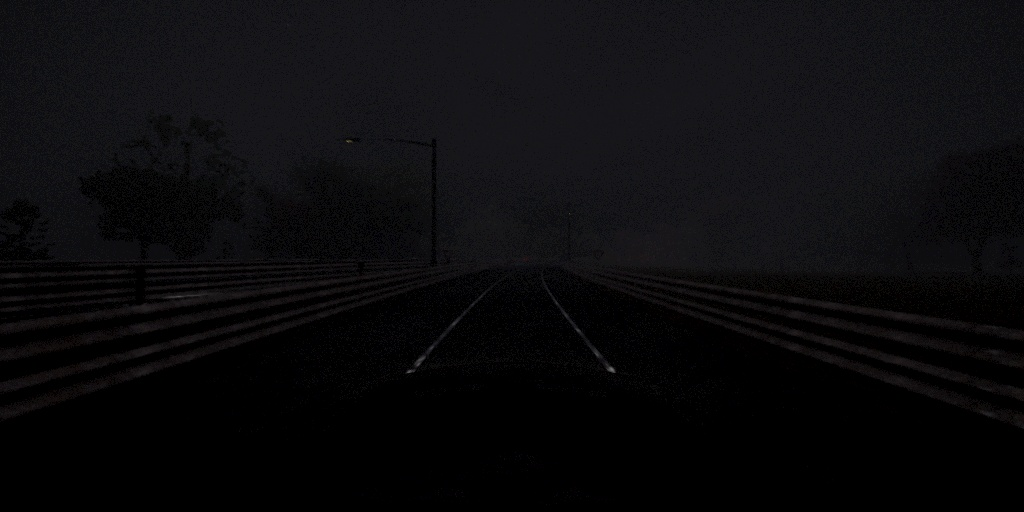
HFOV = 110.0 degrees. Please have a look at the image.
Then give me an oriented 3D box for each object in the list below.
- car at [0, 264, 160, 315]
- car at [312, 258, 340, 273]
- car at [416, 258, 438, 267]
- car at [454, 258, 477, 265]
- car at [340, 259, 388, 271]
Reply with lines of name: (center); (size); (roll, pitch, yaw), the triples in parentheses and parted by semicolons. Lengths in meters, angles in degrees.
car: (-14.899, 0.955, 11.583); (2.033, 1.411, 5.357); (0, 0, 11)
car: (-17.356, 0.938, 34.984); (2.128, 1.511, 4.902); (0, 0, 12)
car: (-12.901, 0.998, 54.437); (2.128, 1.511, 4.902); (0, 0, 14)
car: (-8.010, 1.028, 59.661); (2.128, 1.511, 4.902); (0, 0, 14)
car: (-13.894, 1.061, 34.532); (1.895, 1.301, 4.718); (0, 0, 12)
